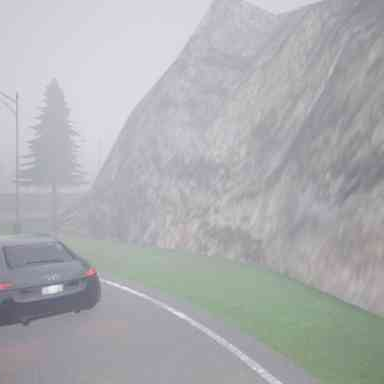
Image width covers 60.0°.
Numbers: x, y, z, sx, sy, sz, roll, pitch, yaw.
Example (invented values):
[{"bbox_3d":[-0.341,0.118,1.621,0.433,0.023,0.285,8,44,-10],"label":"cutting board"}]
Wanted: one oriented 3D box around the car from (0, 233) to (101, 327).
[{"bbox_3d":[-3.587,1.564,6.974,1.994,1.385,4.181,0,0,-41],"label":"car"}]
